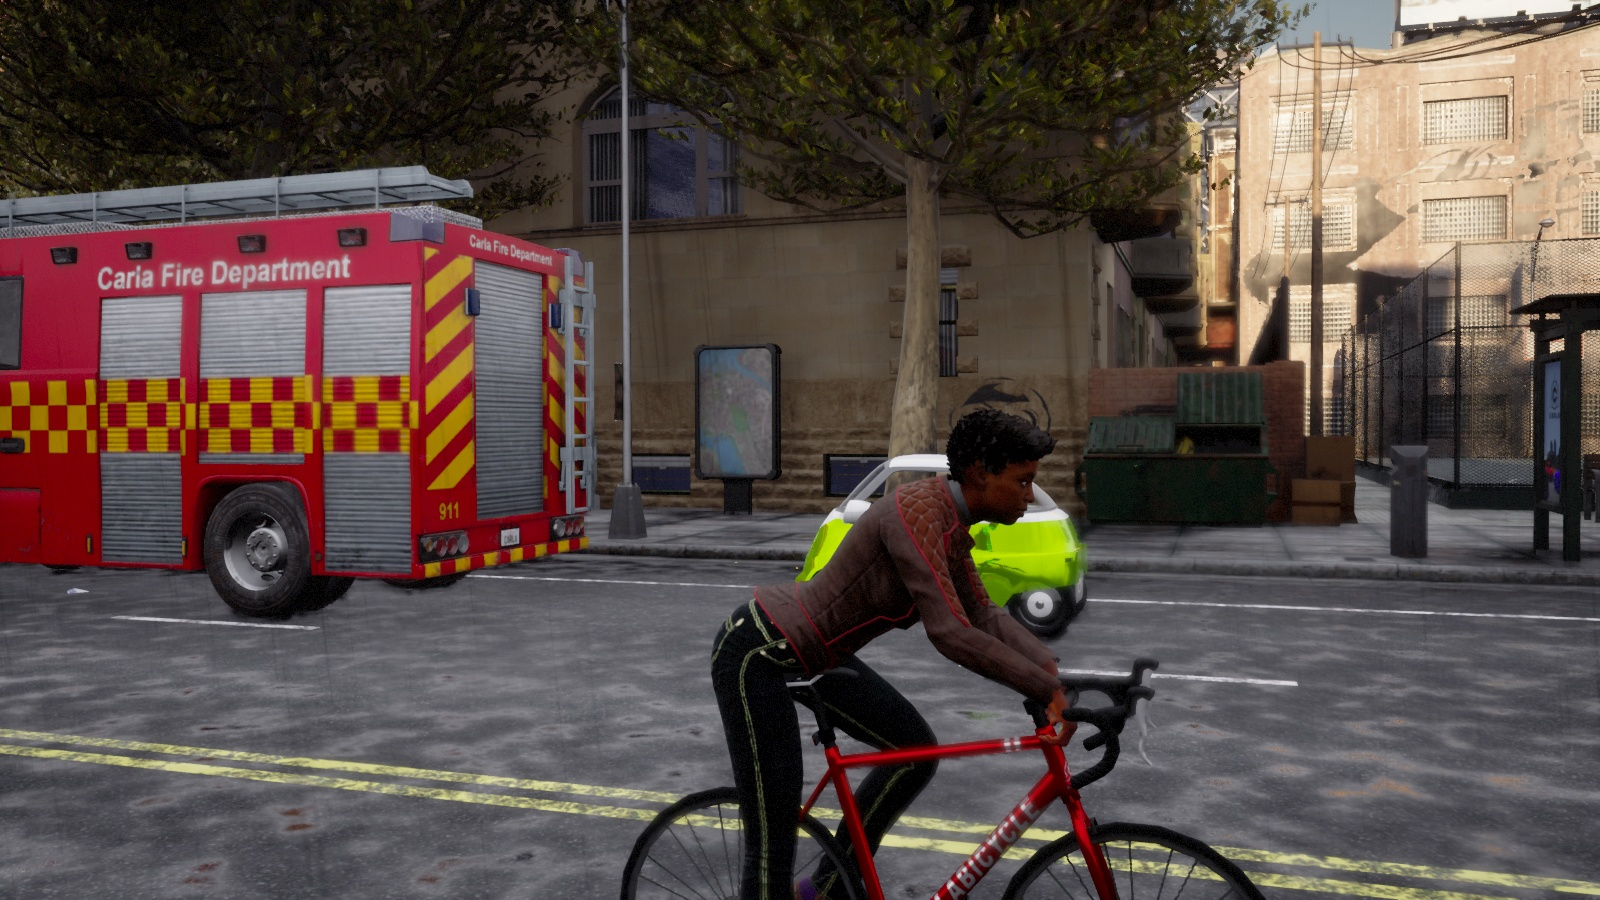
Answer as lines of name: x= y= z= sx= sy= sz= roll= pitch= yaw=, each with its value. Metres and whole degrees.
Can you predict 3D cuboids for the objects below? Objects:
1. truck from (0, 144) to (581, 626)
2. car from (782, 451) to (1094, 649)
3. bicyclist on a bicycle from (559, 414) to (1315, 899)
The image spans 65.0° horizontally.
truck: x=-6.695 y=-0.566 z=12.681 sx=8.468 sy=3.827 sz=2.891 roll=1 pitch=1 yaw=19
car: x=1.153 y=0.723 z=10.141 sx=2.207 sy=1.376 sz=1.481 roll=1 pitch=1 yaw=19
bicyclist on a bicycle: x=0.305 y=0.732 z=3.021 sx=1.656 sy=1.620 sz=0.582 roll=1 pitch=1 yaw=17
